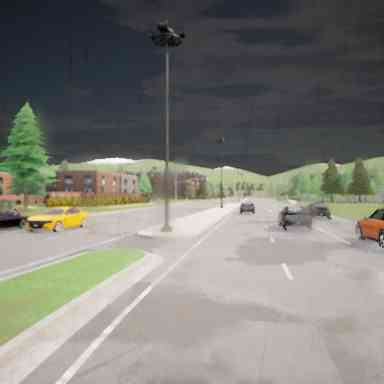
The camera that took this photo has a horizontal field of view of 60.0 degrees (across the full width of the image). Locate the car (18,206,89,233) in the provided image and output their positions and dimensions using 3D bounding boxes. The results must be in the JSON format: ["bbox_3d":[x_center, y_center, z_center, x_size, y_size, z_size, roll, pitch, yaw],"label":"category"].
[{"bbox_3d":[-8.583,1.710,21.704,1.882,1.535,5.008,0,-1,11],"label":"car"}]

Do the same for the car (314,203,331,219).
[{"bbox_3d":[12.506,1.893,33.279,1.837,1.490,4.892,0,-1,10],"label":"car"}]

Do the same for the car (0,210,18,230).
[{"bbox_3d":[-12.294,1.820,20.942,1.895,1.301,4.718,0,-1,11],"label":"car"}]

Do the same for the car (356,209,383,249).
[{"bbox_3d":[9.286,1.537,15.384,2.097,1.767,4.553,0,-1,10],"label":"car"}]

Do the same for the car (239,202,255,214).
[{"bbox_3d":[7.027,1.974,42.225,2.128,1.511,4.902,0,-1,10],"label":"car"}]

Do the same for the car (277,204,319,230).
[{"bbox_3d":[7.128,1.761,23.272,2.128,1.511,4.902,0,-1,10],"label":"car"}]
